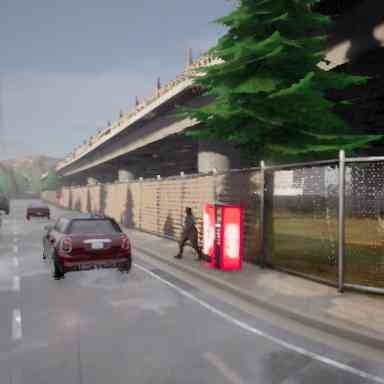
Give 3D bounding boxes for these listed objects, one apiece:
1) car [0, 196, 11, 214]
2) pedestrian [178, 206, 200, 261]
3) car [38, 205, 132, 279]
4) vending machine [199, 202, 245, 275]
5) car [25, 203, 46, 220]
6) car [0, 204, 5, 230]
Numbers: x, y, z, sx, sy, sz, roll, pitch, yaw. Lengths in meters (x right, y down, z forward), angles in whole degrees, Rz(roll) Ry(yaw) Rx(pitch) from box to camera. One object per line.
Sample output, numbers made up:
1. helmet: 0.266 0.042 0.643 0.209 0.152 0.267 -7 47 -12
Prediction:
1. car: -21.950 1.439 37.699 2.150 2.045 5.566 2 -1 -28
2. pedestrian: -0.106 1.325 10.848 0.375 1.860 0.375 2 -1 -28
3. car: -3.564 1.470 10.778 2.097 1.767 4.553 2 -1 -29
4. vending machine: 0.930 1.388 10.333 1.100 2.100 0.880 2 -1 -28
5. car: -14.377 1.725 30.937 1.882 1.535 5.008 2 -1 -28
6. car: -12.065 1.624 19.156 1.812 1.442 4.674 2 -1 -28
